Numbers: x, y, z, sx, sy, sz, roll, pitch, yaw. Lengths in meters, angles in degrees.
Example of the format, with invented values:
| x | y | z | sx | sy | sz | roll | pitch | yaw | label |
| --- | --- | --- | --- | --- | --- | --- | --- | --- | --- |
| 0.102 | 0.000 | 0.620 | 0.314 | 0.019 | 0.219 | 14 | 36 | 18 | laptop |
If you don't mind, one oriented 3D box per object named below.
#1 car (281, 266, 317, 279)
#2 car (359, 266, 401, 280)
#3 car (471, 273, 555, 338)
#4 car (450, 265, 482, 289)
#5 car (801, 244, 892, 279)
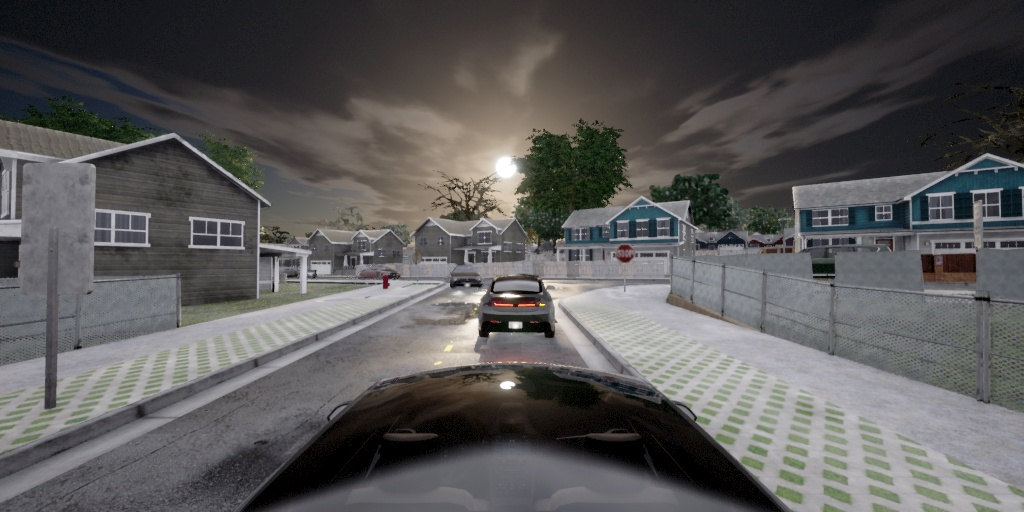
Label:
| x | y | z | sx | sy | sz | roll | pitch | yaw | label |
| --- | --- | --- | --- | --- | --- | --- | --- | --- | --- |
| -24.407 | 1.934 | 41.021 | 4.902 | 1.511 | 2.128 | -2 | -2 | 30 | car |
| -12.521 | 1.627 | 33.957 | 4.181 | 1.385 | 1.994 | -2 | -2 | 32 | car |
| 0.170 | 1.258 | 10.228 | 1.837 | 1.490 | 4.892 | 0 | 0 | 2 | car |
| -3.006 | 1.297 | 23.385 | 2.033 | 1.411 | 5.357 | 0 | 0 | -9 | car |
| 15.927 | 0.484 | 18.450 | 5.566 | 2.045 | 2.150 | -2 | -2 | 36 | car |
